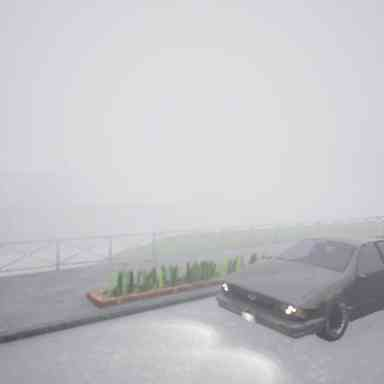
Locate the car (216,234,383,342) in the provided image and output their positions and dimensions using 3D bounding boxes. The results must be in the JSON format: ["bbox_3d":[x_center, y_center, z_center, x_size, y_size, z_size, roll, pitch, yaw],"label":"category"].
[{"bbox_3d":[3.056,1.608,6.779,5.357,1.411,2.033,1,0,-35],"label":"car"}]
